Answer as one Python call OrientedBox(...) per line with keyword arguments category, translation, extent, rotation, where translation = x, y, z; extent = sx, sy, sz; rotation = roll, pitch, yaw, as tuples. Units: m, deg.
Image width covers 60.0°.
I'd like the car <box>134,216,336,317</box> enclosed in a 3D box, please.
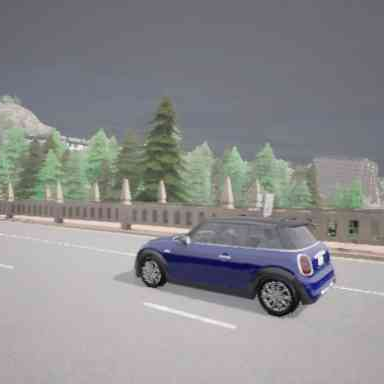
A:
OrientedBox(category="car", translation=(0.786, 1.351, 7.732), extent=(4.553, 1.767, 2.097), rotation=(0, 0, 36))
